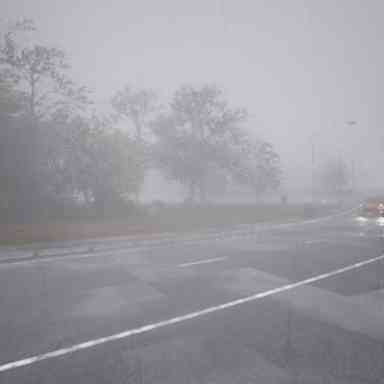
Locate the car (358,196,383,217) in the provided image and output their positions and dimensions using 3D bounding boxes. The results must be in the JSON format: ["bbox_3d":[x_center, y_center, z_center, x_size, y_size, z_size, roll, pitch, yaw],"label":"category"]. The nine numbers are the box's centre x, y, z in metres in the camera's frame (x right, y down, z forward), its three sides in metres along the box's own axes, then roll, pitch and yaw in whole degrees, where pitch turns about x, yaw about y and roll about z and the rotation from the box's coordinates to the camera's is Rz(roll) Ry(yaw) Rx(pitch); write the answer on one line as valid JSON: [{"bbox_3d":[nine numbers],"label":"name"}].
[{"bbox_3d":[16.586,1.203,30.180,2.097,1.767,4.553,-1,1,38],"label":"car"}]
